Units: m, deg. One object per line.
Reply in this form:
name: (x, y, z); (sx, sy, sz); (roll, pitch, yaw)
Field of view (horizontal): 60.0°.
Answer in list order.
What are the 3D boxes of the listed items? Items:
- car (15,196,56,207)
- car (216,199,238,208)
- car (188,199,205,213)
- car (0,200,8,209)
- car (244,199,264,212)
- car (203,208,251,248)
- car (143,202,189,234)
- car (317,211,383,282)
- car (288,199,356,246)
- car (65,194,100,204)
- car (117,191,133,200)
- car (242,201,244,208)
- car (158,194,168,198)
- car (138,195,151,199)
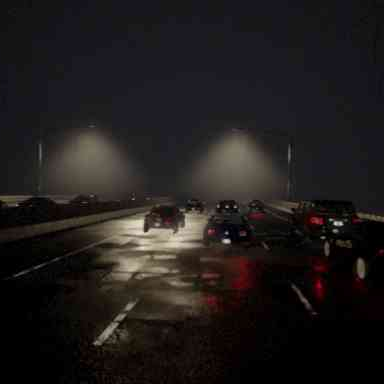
car: (-14.504, 1.157, 31.152); (1.812, 1.442, 4.674); (1, 0, 6)
car: (3.485, 1.430, 32.960); (2.097, 1.767, 4.553); (1, 0, 6)
car: (0.386, 1.505, 36.961); (1.837, 1.490, 4.892); (1, 0, 6)
car: (-18.233, 1.103, 29.180); (1.994, 1.385, 4.181); (1, 0, 6)
car: (7.836, 1.689, 41.183); (1.837, 1.490, 4.892); (1, 0, 6)
car: (1.599, 1.637, 15.212); (1.895, 1.301, 4.718); (1, 0, 6)
car: (-1.503, 1.484, 19.131); (1.812, 1.442, 4.674); (1, 0, 6)
car: (5.532, 1.613, 10.084); (1.882, 1.535, 5.008); (1, 0, 6)
car: (6.174, 1.372, 16.079); (2.150, 2.045, 5.566); (1, 0, 6)
car: (-10.784, 1.075, 33.013); (2.097, 1.767, 4.553); (1, 0, 6)
car: (-13.872, 0.854, 69.294); (2.150, 2.045, 5.566); (1, 0, 6)
car: (8.980, 1.755, 52.601); (2.033, 1.411, 5.357); (1, 0, 6)
car: (-6.317, 1.310, 74.255); (1.837, 1.490, 4.892); (1, 0, 6)
car: (-10.167, 1.296, 71.139); (1.895, 1.301, 4.718); (1, 0, 6)
